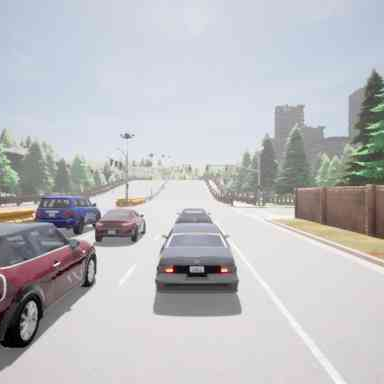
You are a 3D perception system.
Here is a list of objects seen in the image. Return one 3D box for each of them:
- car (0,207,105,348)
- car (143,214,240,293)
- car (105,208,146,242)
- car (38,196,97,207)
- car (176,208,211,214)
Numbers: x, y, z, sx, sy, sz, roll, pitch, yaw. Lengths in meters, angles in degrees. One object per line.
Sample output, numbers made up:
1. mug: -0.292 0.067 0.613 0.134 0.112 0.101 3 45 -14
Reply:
1. car: -3.401 1.352 6.456 2.097 1.767 4.553 0 0 0
2. car: 0.100 1.547 8.965 2.033 1.411 5.357 0 0 0
3. car: -3.402 1.526 16.255 1.812 1.442 4.674 0 0 -1
4. car: -6.899 1.222 19.043 2.150 2.045 5.566 0 0 0
5. car: 0.101 1.564 18.205 1.994 1.385 4.181 0 0 0
